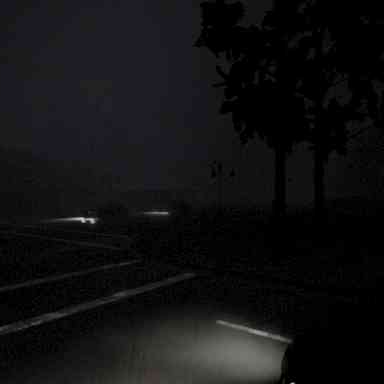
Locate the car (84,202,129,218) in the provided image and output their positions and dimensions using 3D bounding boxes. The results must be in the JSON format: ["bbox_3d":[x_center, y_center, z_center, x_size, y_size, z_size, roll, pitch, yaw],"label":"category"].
[{"bbox_3d":[-7.711,1.571,30.268,1.994,1.385,4.181,0,0,34],"label":"car"}]

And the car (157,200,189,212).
[{"bbox_3d":[-2.124,1.571,38.554,1.994,1.385,4.181,0,0,34],"label":"car"}]

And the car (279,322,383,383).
[{"bbox_3d":[2.848,1.525,1.943,4.674,1.442,1.812,0,0,36],"label":"car"}]
